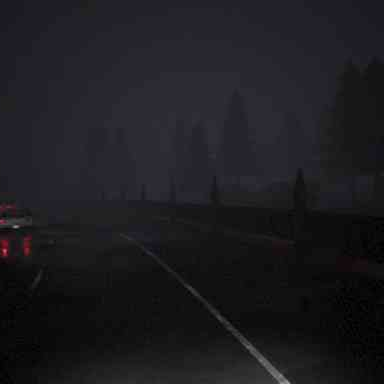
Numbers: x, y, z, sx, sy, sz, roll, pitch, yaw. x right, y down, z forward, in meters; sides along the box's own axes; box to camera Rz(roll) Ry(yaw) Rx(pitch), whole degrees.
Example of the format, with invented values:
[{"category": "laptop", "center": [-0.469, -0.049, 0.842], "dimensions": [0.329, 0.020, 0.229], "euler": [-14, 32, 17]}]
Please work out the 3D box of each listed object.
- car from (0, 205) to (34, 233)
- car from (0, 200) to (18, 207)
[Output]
[{"category": "car", "center": [-11.156, 1.755, 21.333], "dimensions": [1.895, 1.301, 4.718], "euler": [-1, 0, -25]}, {"category": "car", "center": [-20.350, 1.639, 36.599], "dimensions": [2.097, 1.767, 4.553], "euler": [-1, 0, -35]}]
